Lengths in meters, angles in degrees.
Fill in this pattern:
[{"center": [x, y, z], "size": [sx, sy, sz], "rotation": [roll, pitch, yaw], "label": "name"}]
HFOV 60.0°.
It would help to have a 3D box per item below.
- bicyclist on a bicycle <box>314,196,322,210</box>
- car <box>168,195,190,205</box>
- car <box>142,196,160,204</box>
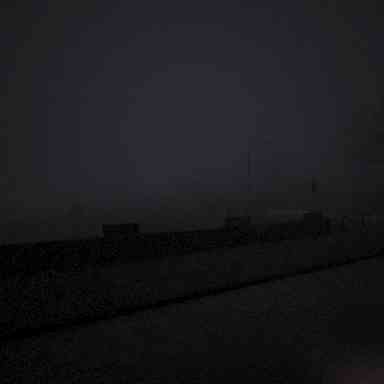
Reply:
[{"center": [15.178, 1.348, 40.088], "size": [1.656, 1.620, 0.582], "rotation": [0, 0, -35], "label": "bicyclist on a bicycle"}, {"center": [-2.311, 1.352, 57.291], "size": [2.097, 1.767, 4.553], "rotation": [0, 0, -35], "label": "car"}, {"center": [-8.183, 1.477, 65.443], "size": [1.882, 1.535, 5.008], "rotation": [0, 0, -35], "label": "car"}]
